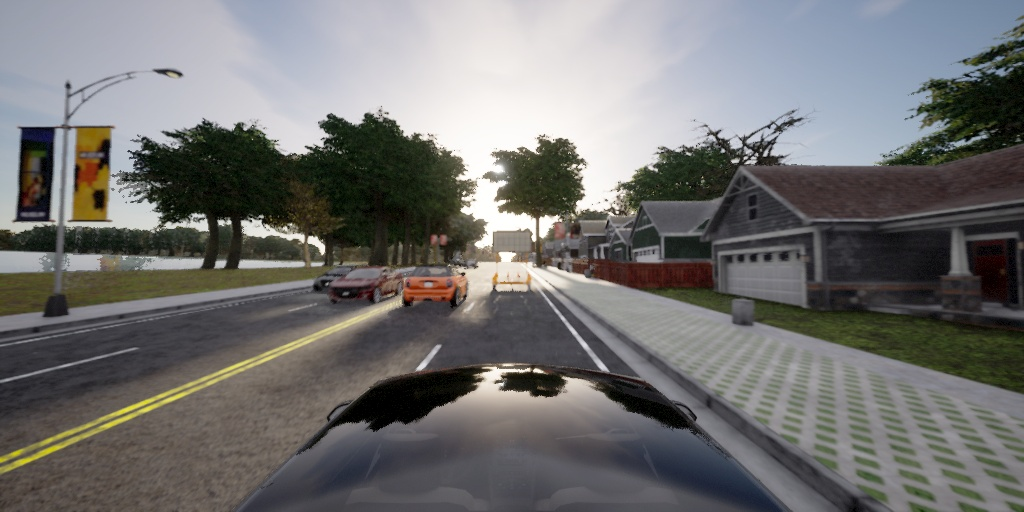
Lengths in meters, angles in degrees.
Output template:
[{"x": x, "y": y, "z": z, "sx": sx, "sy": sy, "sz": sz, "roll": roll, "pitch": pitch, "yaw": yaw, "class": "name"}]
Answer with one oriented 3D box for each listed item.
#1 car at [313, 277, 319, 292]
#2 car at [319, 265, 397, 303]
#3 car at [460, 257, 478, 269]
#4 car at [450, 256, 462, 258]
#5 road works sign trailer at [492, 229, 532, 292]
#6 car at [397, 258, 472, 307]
[{"x": -9.850, "y": 1.308, "z": 21.153, "sx": 1.994, "sy": 1.385, "sz": 4.181, "roll": 0, "pitch": 0, "yaw": 0, "class": "car"}, {"x": -6.600, "y": 1.226, "z": 16.734, "sx": 1.882, "sy": 1.535, "sz": 5.008, "roll": 0, "pitch": 0, "yaw": 0, "class": "car"}, {"x": -6.560, "y": 1.200, "z": 57.516, "sx": 2.128, "sy": 1.511, "sz": 4.902, "roll": 0, "pitch": 0, "yaw": 0, "class": "car"}, {"x": -9.782, "y": 0.948, "z": 62.538, "sx": 2.150, "sy": 2.045, "sz": 5.566, "roll": 0, "pitch": 0, "yaw": 1, "class": "car"}, {"x": -0.006, "y": 0.209, "z": 21.529, "sx": 2.380, "sy": 3.560, "sz": 2.880, "roll": 0, "pitch": 0, "yaw": 1, "class": "road works sign trailer"}, {"x": -3.150, "y": 1.101, "z": 15.663, "sx": 2.097, "sy": 1.767, "sz": 4.553, "roll": 0, "pitch": 0, "yaw": 0, "class": "car"}]
